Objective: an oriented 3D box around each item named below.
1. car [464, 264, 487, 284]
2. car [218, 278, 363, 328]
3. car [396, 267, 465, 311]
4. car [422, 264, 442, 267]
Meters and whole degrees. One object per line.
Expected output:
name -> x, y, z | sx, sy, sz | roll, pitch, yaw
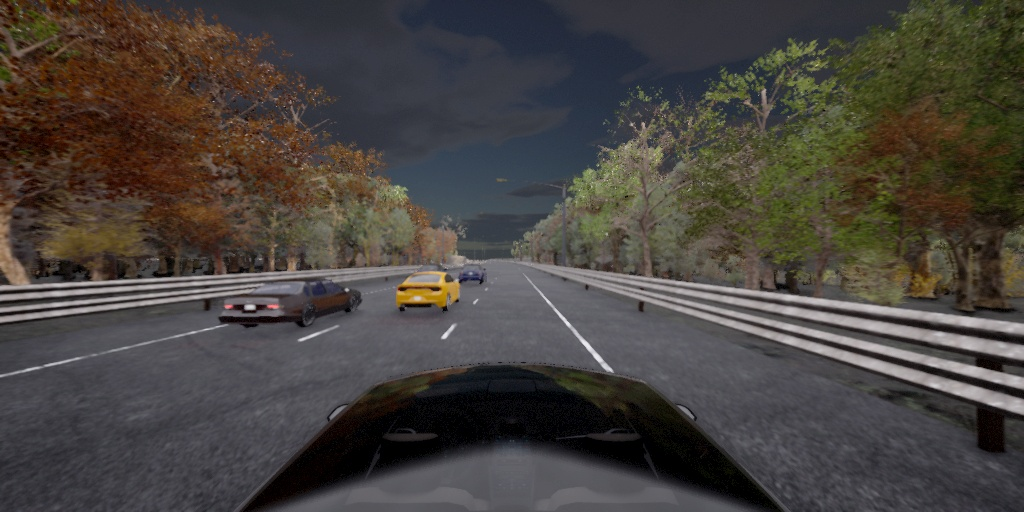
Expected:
car -> -3.413, 1.492, 31.752 | 2.097, 1.767, 4.553 | 0, -1, 0
car -> -6.903, 1.431, 11.956 | 2.033, 1.411, 5.357 | 0, -1, 0
car -> -3.405, 1.406, 15.406 | 1.882, 1.535, 5.008 | 0, -1, 0
car -> -6.913, 1.492, 31.755 | 2.097, 1.767, 4.553 | 0, -1, 0
